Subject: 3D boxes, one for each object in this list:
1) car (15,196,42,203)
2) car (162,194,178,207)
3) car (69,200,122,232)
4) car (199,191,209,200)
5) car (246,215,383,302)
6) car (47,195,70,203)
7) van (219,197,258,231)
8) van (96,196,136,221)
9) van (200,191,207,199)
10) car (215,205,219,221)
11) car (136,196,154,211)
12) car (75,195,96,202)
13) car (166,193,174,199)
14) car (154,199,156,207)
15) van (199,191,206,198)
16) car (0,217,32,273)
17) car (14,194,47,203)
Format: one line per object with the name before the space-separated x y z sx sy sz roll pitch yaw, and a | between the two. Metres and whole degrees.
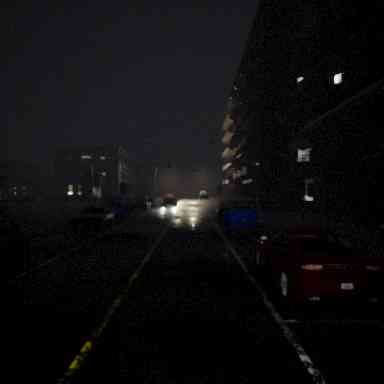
car | -30.629 1.332 62.355 4.206 1.307 1.802 0 0 1
car | -2.967 1.285 45.026 1.895 1.301 4.718 0 0 0
car | -5.631 1.415 19.287 1.887 1.381 4.507 1 0 0
car | 2.760 1.004 74.383 2.008 1.369 4.403 1 0 0
car | 2.708 1.492 8.023 1.887 1.381 4.507 1 0 0
car | -25.150 1.291 62.276 4.313 1.339 1.947 0 0 1
van | 2.720 1.212 19.313 1.690 1.788 3.998 1 0 0
van | -5.624 1.172 24.932 1.690 1.788 3.998 1 0 0
van | 2.767 0.748 79.960 1.690 1.788 3.998 1 0 0
car | 2.721 1.397 24.960 1.947 1.339 4.313 1 0 0
car | -5.616 1.189 36.224 1.967 1.590 4.097 1 0 0
car | -19.668 1.252 62.196 4.403 1.369 2.008 0 0 1
car | -5.611 0.905 85.514 1.887 1.381 4.507 1 0 0
car | -5.613 1.253 41.870 1.887 1.381 4.507 1 0 0
van | 2.776 0.654 91.123 1.690 1.788 3.998 1 0 0
car | -5.638 1.387 7.996 1.967 1.590 4.097 1 0 0
car | -26.334 1.110 53.653 4.097 1.590 1.967 0 0 1
